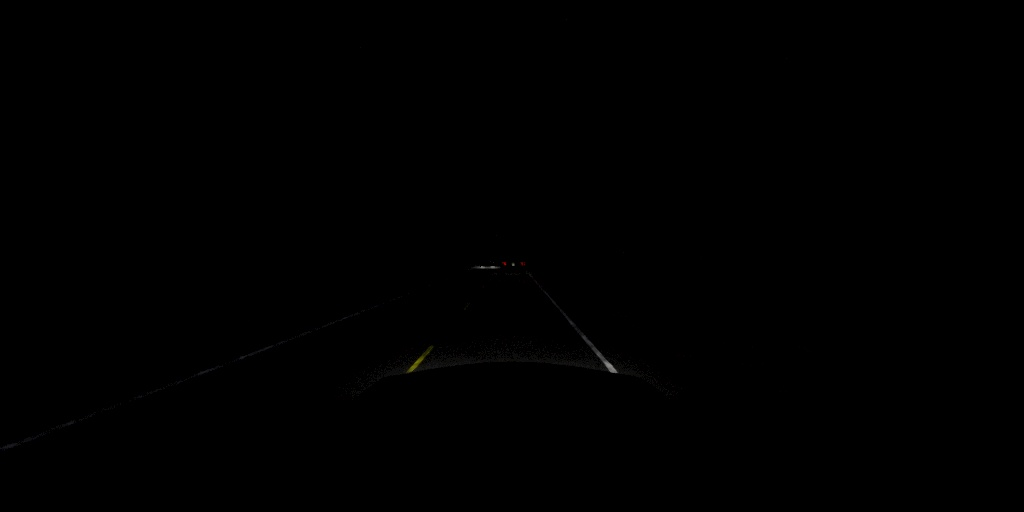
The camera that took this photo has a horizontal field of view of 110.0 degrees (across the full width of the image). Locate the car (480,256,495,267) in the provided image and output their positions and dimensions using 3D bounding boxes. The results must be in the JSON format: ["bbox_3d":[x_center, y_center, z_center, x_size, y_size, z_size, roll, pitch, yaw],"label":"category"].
[{"bbox_3d":[-3.556,0.783,53.816,1.837,1.490,4.892,0,1,0],"label":"car"}]

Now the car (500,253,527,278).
[{"bbox_3d":[0.106,0.804,31.551,2.150,2.045,5.566,0,0,0],"label":"car"}]
